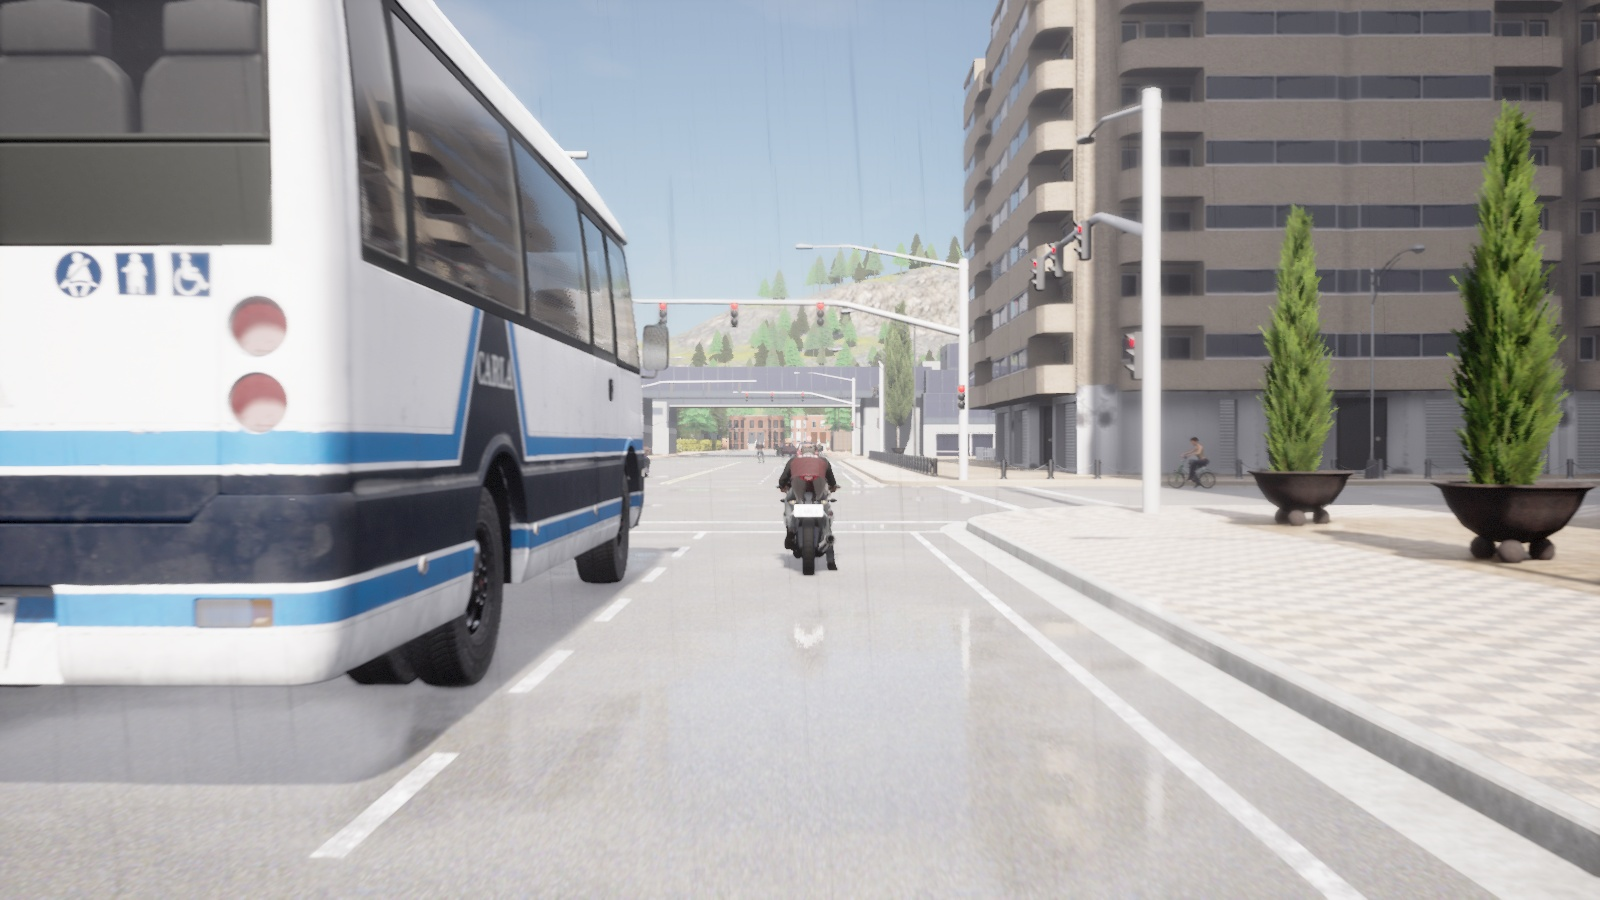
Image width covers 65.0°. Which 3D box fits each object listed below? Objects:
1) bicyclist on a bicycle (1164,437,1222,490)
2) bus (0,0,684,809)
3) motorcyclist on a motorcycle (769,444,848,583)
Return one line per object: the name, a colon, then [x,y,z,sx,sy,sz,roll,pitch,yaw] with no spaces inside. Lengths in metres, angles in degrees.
bicyclist on a bicycle: [12.149,0.418,38.829,1.509,1.612,0.866,0,0,0]
bus: [-3.425,-0.691,10.270,3.944,4.253,10.273,0,0,0]
motorcyclist on a motorcycle: [0.100,0.697,14.946,0.866,1.530,2.191,0,0,0]
